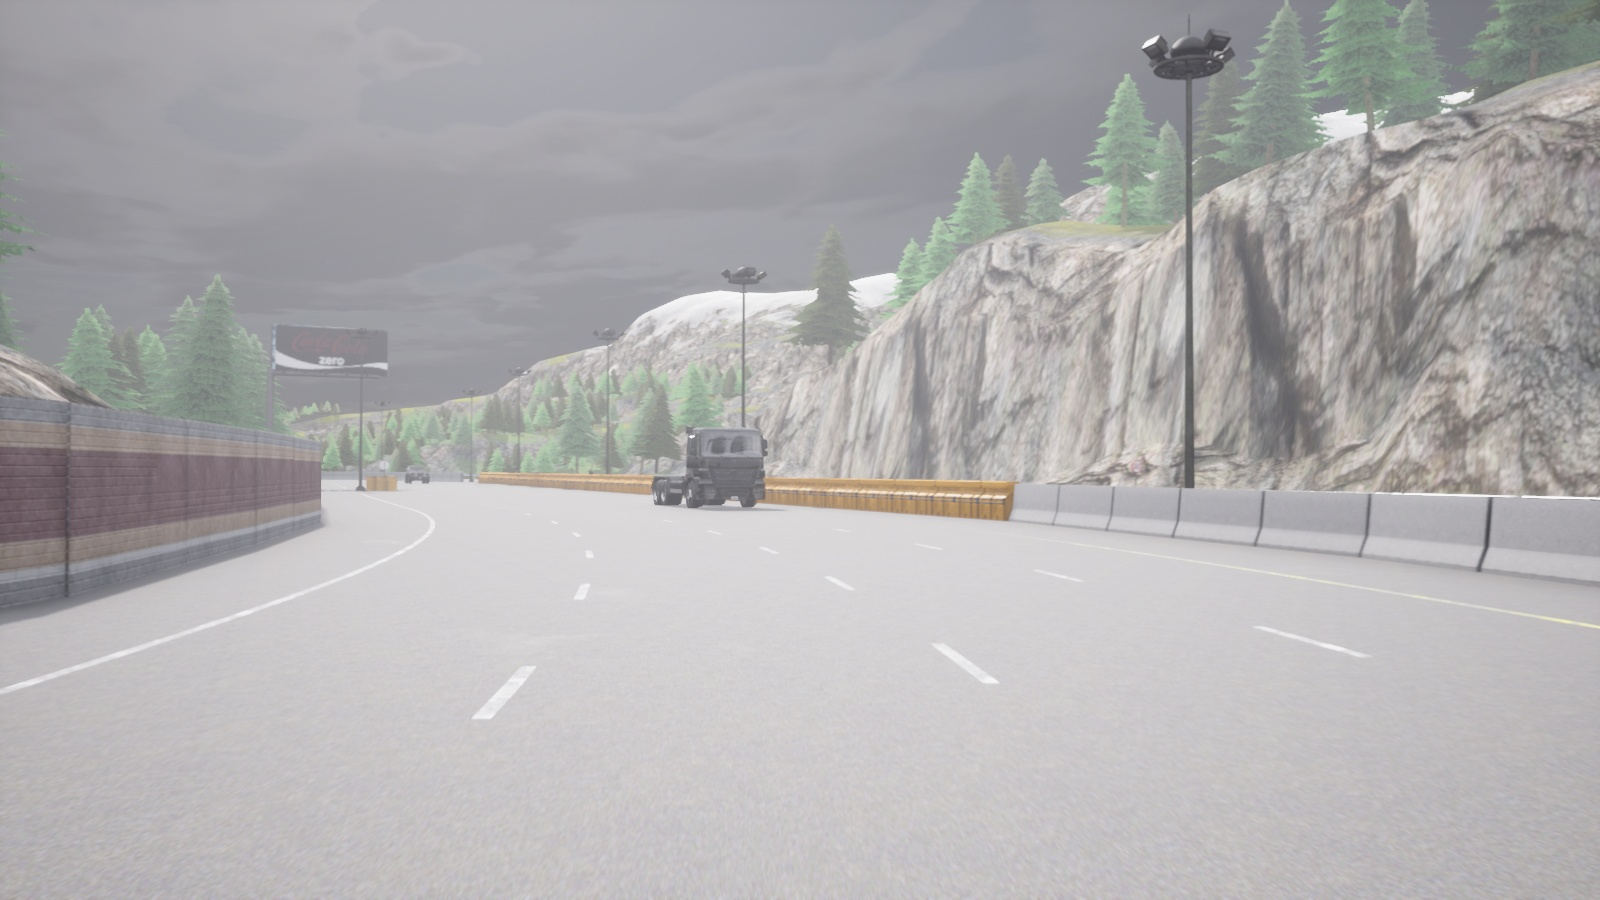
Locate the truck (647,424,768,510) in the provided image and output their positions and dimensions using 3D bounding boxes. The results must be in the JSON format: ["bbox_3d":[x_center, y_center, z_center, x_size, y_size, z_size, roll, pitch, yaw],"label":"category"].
[{"bbox_3d":[-4.168,0.764,54.552,2.891,3.462,7.936,0,-1,-23],"label":"truck"}]
